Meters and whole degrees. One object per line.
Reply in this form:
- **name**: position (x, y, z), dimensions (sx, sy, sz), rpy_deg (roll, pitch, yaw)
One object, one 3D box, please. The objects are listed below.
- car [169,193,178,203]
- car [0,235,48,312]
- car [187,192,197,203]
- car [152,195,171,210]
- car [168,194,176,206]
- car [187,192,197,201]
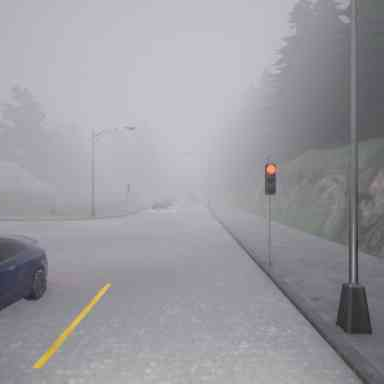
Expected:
- **car**: position (-4.025, 1.218, 68.270), dimensions (2.150, 2.045, 5.566), rpy_deg (0, 0, 0)
- **car**: position (-4.089, 1.526, 5.680), dimensions (1.812, 1.442, 4.674), rpy_deg (0, 0, 0)
- **car**: position (-0.014, 1.352, 68.317), dimensions (2.097, 1.767, 4.553), rpy_deg (0, 0, 0)
- **car**: position (-4.093, 1.526, 43.507), dimensions (1.812, 1.442, 4.674), rpy_deg (0, 0, 0)
- **car**: position (-4.101, 1.477, 53.797), dimensions (1.882, 1.535, 5.008), rpy_deg (0, 0, 0)
- **car**: position (-0.016, 1.108, 78.413), dimensions (2.150, 2.045, 5.566), rpy_deg (0, 0, 0)
